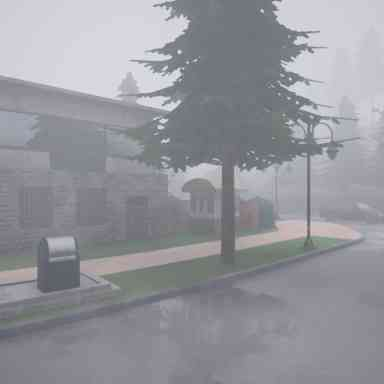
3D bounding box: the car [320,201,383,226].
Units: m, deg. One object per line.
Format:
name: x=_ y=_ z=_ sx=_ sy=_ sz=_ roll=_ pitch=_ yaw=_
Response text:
car: x=10.888 y=1.372 z=22.293 sx=1.812 sy=1.442 sz=4.674 roll=0 pitch=0 yaw=-35
